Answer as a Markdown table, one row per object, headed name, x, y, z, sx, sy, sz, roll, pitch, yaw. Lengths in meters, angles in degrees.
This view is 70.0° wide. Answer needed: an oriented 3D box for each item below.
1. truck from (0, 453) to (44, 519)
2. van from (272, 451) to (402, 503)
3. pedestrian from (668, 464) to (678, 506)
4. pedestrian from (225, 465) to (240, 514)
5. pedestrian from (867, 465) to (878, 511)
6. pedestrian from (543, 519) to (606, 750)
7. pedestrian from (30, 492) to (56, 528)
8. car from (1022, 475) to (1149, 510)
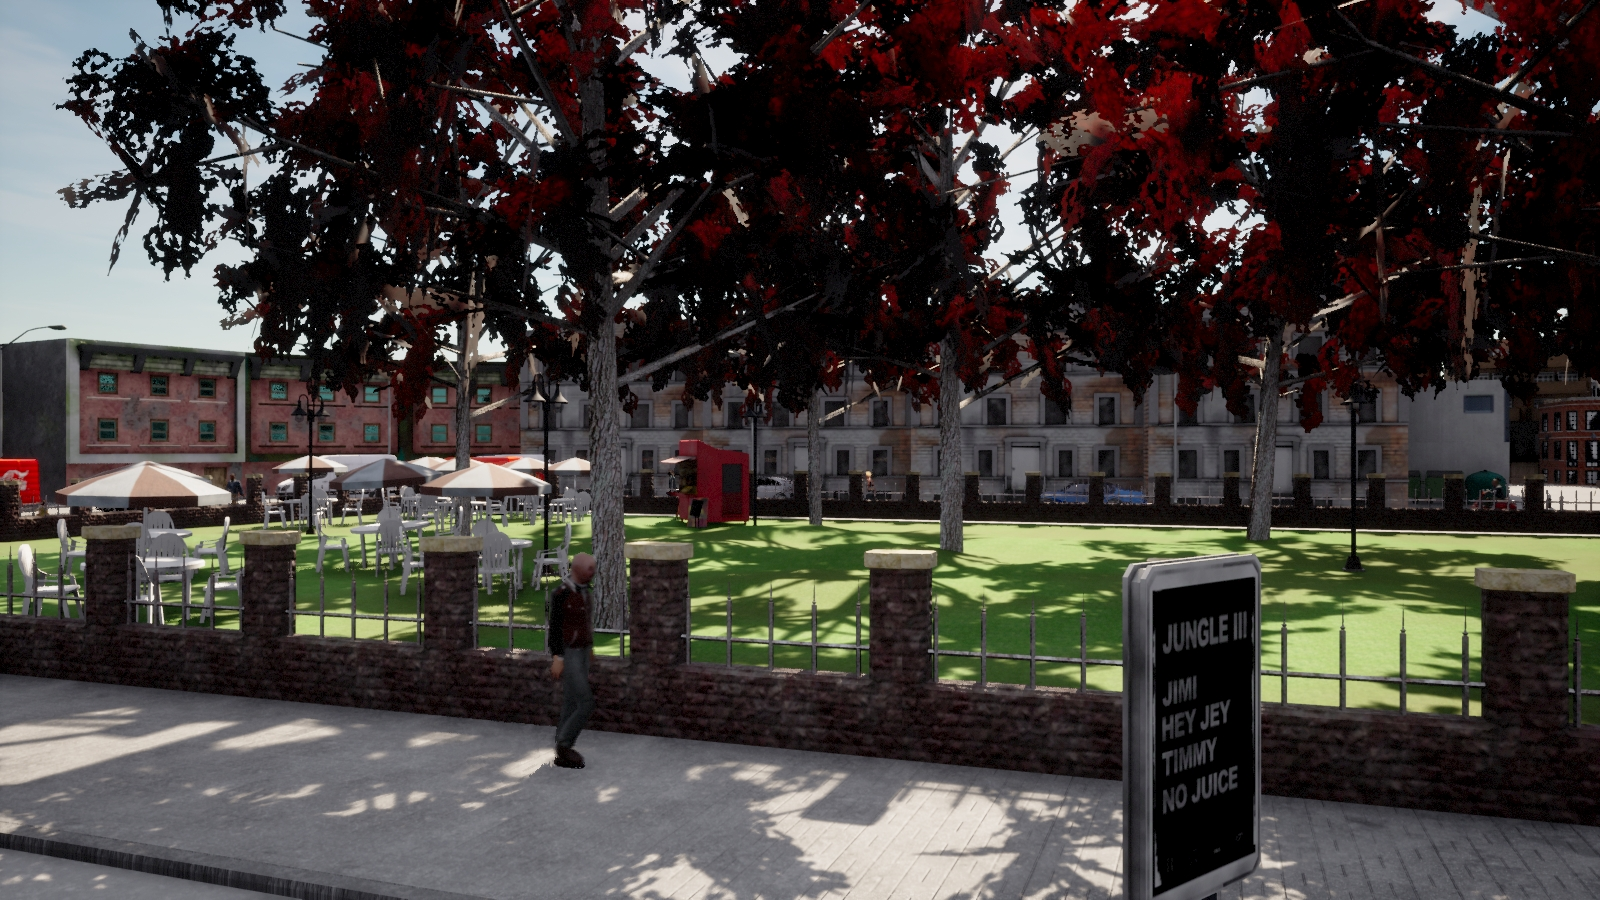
| name | x | y | z | sx | sy | sz | roll | pitch | yaw |
| --- | --- | --- | --- | --- | --- | --- | --- | --- | --- |
| truck | -31.348 | 1.348 | 42.192 | 2.627 | 2.467 | 5.204 | 0 | 0 | 20 |
| van | -23.837 | 1.316 | 58.905 | 5.915 | 2.561 | 1.988 | 0 | 0 | -35 |
| pedestrian | -5.565 | 1.526 | 50.166 | 0.375 | 1.860 | 0.375 | 0 | 0 | 2 |
| pedestrian | -21.877 | 1.524 | 44.057 | 0.375 | 1.860 | 0.375 | 0 | 0 | 14 |
| pedestrian | 2.906 | 1.525 | 45.881 | 0.375 | 1.860 | 0.375 | 0 | 0 | 20 |
| pedestrian | -1.888 | 1.523 | 9.584 | 0.375 | 1.860 | 0.375 | 0 | 0 | 23 |
| pedestrian | -24.115 | 1.904 | 36.394 | 0.500 | 1.100 | 0.500 | 0 | 0 | 21 |
| car | 12.886 | 1.886 | 51.576 | 5.357 | 1.411 | 2.033 | 0 | 0 | 20 |
